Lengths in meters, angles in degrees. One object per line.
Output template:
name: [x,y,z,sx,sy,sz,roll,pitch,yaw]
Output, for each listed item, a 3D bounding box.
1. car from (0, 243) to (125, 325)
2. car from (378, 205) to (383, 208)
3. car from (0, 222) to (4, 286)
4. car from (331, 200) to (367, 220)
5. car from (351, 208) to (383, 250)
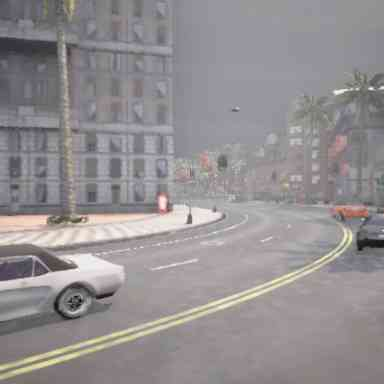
car: [-3.708,1.659,5.845,4.718,1.301,1.895,0,0,-38]
car: [16.918,1.590,27.710,1.837,1.490,4.892,0,0,12]
car: [-7.214,1.591,7.642,4.892,1.490,1.837,0,0,-35]
car: [13.566,1.461,28.835,2.097,1.767,4.553,0,0,12]
car: [8.143,1.611,13.998,1.994,1.385,4.181,0,0,31]
